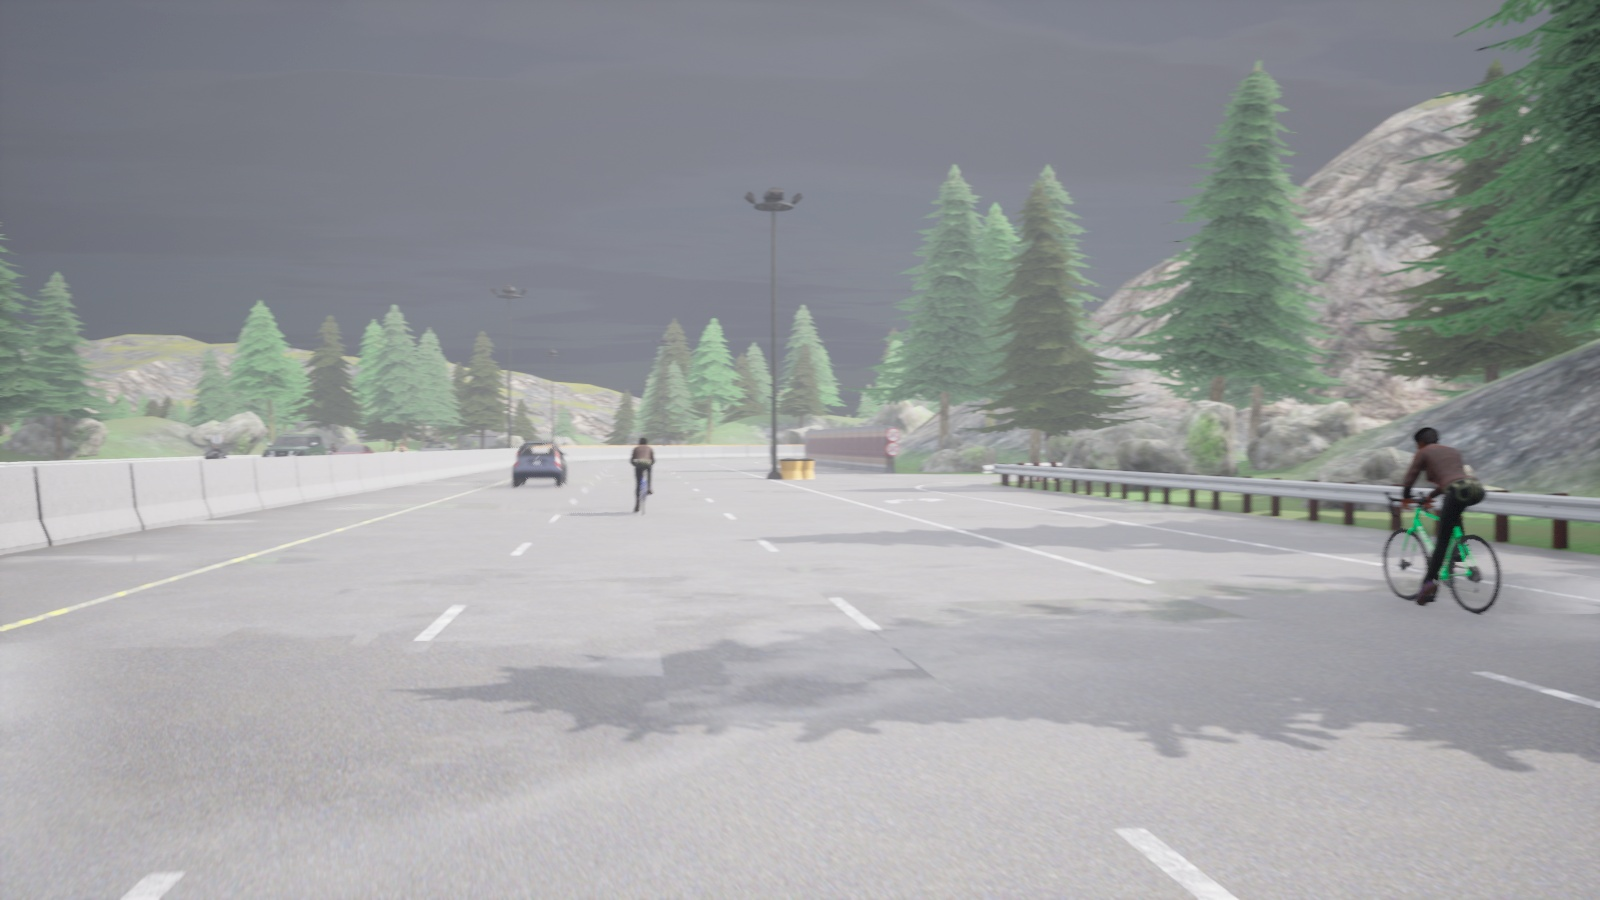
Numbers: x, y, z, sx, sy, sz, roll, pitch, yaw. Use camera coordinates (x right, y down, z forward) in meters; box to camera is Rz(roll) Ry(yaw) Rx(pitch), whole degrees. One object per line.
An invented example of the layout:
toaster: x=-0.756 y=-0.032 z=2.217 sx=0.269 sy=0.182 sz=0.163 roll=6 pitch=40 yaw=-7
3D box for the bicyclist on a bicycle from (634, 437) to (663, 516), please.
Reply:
bicyclist on a bicycle: x=-3.216 y=0.553 z=26.621 sx=0.582 sy=1.620 sz=1.656 roll=0 pitch=0 yaw=-7

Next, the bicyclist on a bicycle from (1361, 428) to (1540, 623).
bicyclist on a bicycle: x=5.773 y=0.625 z=11.248 sx=0.582 sy=1.620 sz=1.656 roll=0 pitch=0 yaw=-7

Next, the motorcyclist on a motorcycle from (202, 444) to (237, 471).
motorcyclist on a motorcycle: x=-33.616 y=0.425 z=72.753 sx=0.866 sy=1.530 sz=2.191 roll=1 pitch=0 yaw=3

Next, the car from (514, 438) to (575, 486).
car: x=-9.073 y=0.404 z=44.924 sx=1.851 sy=1.617 sz=3.988 roll=0 pitch=0 yaw=-7

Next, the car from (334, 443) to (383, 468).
car: x=-27.465 y=0.326 z=78.227 sx=1.882 sy=1.535 sz=5.008 roll=0 pitch=0 yaw=-7

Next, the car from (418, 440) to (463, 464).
car: x=-25.170 y=0.134 z=88.083 sx=2.242 sy=1.667 sz=4.611 roll=0 pitch=0 yaw=-6

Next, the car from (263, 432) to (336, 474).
car: x=-25.743 y=0.141 z=64.801 sx=2.150 sy=2.045 sz=5.566 roll=0 pitch=0 yaw=-7
